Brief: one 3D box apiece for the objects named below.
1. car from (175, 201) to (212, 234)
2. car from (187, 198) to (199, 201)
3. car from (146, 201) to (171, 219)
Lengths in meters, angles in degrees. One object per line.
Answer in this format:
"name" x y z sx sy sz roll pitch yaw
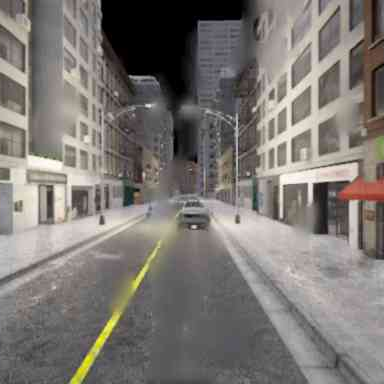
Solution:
"car" 0.109 1.510 19.234 1.837 1.490 4.892 0 0 0
"car" 0.121 1.527 39.300 1.837 1.490 4.892 0 0 0
"car" -2.830 1.539 29.004 1.812 1.442 4.674 0 0 0
